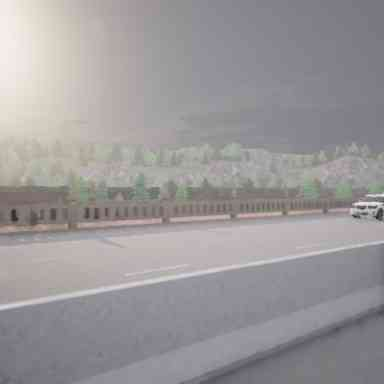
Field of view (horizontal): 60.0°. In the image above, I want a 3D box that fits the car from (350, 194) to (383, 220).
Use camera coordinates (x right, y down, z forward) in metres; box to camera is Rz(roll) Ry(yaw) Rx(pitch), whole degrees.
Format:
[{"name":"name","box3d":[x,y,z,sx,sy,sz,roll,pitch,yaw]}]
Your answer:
[{"name":"car","box3d":[15.662,1.218,28.053,5.566,2.045,2.150,0,0,-35]}]
